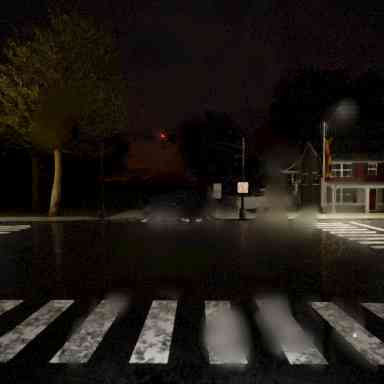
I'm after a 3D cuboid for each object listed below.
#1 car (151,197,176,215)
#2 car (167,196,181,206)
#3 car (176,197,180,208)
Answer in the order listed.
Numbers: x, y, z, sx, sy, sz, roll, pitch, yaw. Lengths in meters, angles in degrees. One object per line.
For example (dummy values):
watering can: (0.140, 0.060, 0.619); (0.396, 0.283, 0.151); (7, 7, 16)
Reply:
car: (-2.958, 1.449, 33.795); (1.882, 1.535, 5.008); (0, 0, 0)
car: (-2.865, 1.486, 54.726); (2.033, 1.411, 5.357); (0, 0, 0)
car: (-2.914, 1.462, 44.097); (1.837, 1.490, 4.892); (0, 0, 0)
